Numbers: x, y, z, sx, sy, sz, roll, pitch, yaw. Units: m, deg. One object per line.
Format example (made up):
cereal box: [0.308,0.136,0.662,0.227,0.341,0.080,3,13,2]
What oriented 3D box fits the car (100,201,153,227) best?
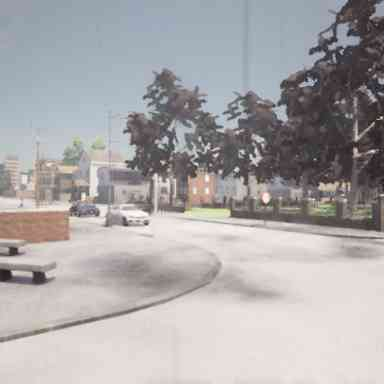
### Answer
car: [-4.711,1.615,24.121,1.812,1.442,4.674,1,0,-36]

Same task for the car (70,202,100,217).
car: [-10.314,1.653,32.001,1.994,1.385,4.181,1,0,-35]

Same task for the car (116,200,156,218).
car: [-5.542,1.631,32.468,1.837,1.490,4.892,1,0,-36]
